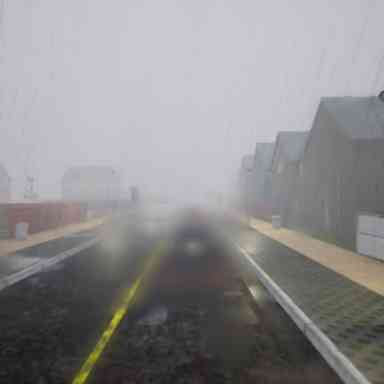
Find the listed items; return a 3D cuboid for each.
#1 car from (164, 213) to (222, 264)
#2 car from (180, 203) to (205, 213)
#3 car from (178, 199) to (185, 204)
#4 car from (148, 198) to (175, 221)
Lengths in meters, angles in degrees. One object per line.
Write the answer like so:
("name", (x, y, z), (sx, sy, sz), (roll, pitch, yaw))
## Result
("car", (0.047, 1.721, 12.529), (1.994, 1.385, 4.181), (0, -1, 0))
("car", (0.043, 1.864, 27.213), (1.812, 1.442, 4.674), (0, -1, 1))
("car", (-2.756, 2.583, 89.158), (2.033, 1.411, 5.357), (0, -1, 0))
("car", (-2.787, 1.611, 31.279), (2.150, 2.045, 5.566), (0, -1, 1))
